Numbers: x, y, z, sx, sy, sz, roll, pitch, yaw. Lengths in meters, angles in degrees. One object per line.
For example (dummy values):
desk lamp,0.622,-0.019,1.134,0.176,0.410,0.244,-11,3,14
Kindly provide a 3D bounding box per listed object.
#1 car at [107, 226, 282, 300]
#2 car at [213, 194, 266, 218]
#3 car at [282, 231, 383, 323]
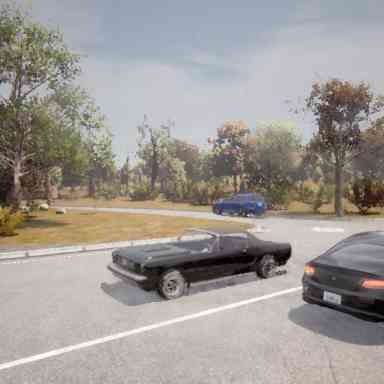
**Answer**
car,0.339,1.601,8.506,4.718,1.301,1.895,0,0,-35
car,4.298,1.225,30.841,2.150,2.045,5.566,0,0,-37
car,4.103,1.526,6.677,4.674,1.442,1.812,0,0,-36
